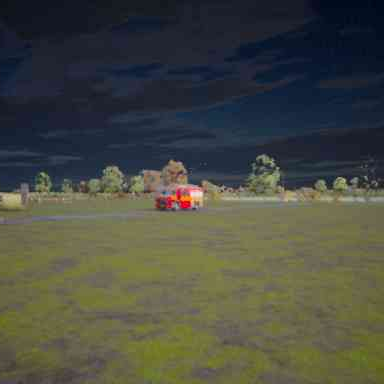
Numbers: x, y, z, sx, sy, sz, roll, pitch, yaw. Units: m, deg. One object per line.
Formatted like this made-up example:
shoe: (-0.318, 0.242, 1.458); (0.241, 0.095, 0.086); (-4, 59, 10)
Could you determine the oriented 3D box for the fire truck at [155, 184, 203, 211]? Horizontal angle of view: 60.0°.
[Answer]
fire truck: (-1.770, 0.805, 49.251); (2.891, 3.827, 8.468); (-1, -1, 35)
